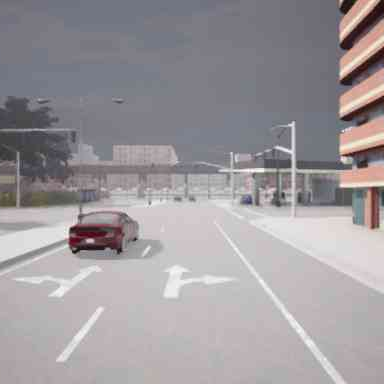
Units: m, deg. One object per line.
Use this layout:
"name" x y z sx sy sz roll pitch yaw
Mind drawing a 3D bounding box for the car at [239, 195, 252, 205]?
"car" 9.710 1.431 59.011 2.242 1.667 4.611 0 0 0

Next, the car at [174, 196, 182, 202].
"car" -3.500 1.659 83.685 1.882 1.535 5.008 0 0 0

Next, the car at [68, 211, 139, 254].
"car" -3.448 1.509 13.789 1.882 1.535 5.008 0 0 1

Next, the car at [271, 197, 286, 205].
"car" 15.455 1.594 59.773 1.970 1.475 3.806 0 0 0

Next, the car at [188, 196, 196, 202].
"car" 0.000 1.721 83.685 2.033 1.411 5.357 0 0 0
